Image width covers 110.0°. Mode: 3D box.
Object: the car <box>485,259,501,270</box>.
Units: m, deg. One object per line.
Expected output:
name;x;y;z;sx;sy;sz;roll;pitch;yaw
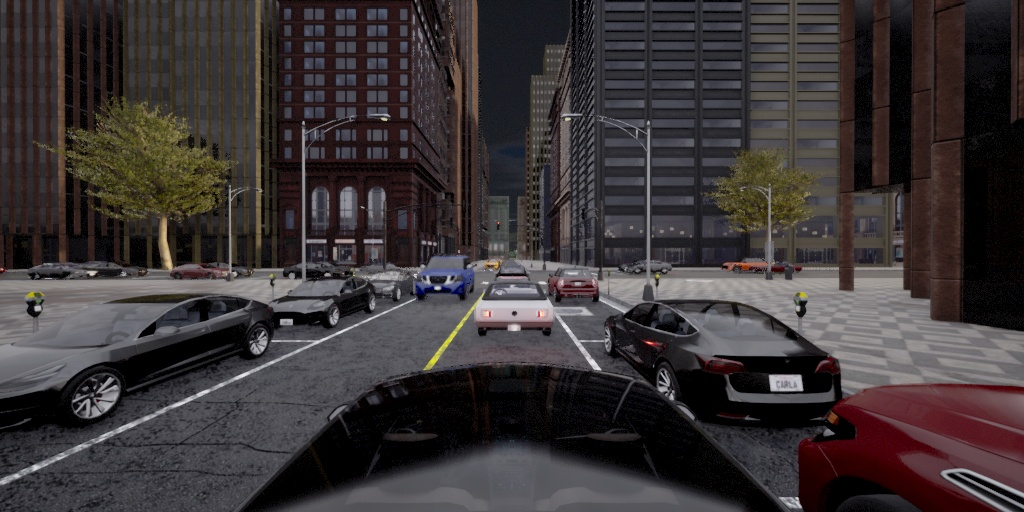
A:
car;-3.010;1.250;53.453;1.882;1.535;5.008;0;0;0

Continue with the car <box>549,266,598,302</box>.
car;2.776;1.191;16.962;1.967;1.591;4.097;0;0;0

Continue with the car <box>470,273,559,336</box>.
car;0.073;1.351;10.396;1.895;1.301;4.718;0;0;0

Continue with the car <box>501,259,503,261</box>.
car;-3.018;1.274;62.745;2.128;1.511;4.902;0;0;0

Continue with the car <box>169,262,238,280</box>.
car;-27.584;1.375;31.805;4.674;1.442;1.812;0;0;0

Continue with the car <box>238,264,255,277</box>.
car;-27.925;1.340;35.052;4.892;1.490;1.837;0;0;0

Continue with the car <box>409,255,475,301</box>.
car;-3.093;0.974;17.654;2.150;2.045;5.566;0;0;0

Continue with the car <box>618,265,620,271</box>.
car;14.868;1.199;41.811;4.892;1.490;1.837;0;0;0

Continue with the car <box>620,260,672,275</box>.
car;14.650;1.201;38.573;4.902;1.511;2.128;0;0;-2

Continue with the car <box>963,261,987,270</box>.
car;49.168;1.244;38.510;4.718;1.301;1.895;0;0;0

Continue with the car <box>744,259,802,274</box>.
car;28.207;1.281;38.579;4.718;1.301;1.895;0;0;0

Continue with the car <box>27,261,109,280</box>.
car;-39.675;1.375;31.798;4.902;1.511;2.128;0;0;0

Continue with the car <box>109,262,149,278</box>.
car;-38.492;1.371;35.050;4.892;1.490;1.837;0;0;0

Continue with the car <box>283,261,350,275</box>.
car;-17.522;1.299;31.819;5.008;1.535;1.882;0;0;-1

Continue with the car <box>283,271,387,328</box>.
car;-5.754;1.316;11.331;1.948;1.339;4.313;0;0;0

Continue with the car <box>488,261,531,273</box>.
car;0.016;1.244;19.606;2.128;1.511;4.902;0;0;0

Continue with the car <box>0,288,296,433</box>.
car;-5.758;1.316;5.695;1.948;1.339;4.313;0;0;0

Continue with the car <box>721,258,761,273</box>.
car;27.014;1.019;41.825;4.553;1.767;2.097;0;0;0

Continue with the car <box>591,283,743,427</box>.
car;2.767;1.316;5.690;1.948;1.339;4.313;0;0;0

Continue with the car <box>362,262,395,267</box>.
car;-15.401;1.332;41.770;4.181;1.385;1.994;0;0;0

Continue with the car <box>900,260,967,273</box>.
car;49.021;1.174;41.761;5.357;1.411;2.033;0;0;0

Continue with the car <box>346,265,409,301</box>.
car;-5.749;1.302;16.968;2.007;1.370;4.403;0;0;0
